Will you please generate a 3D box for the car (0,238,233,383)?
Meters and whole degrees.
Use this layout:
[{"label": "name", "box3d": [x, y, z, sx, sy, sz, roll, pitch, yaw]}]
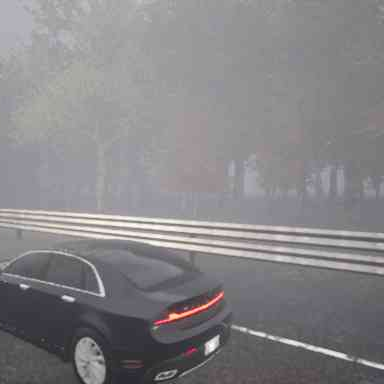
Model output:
[{"label": "car", "box3d": [-1.742, 1.494, 5.221, 4.892, 1.490, 1.837, 0, 0, 36]}]
